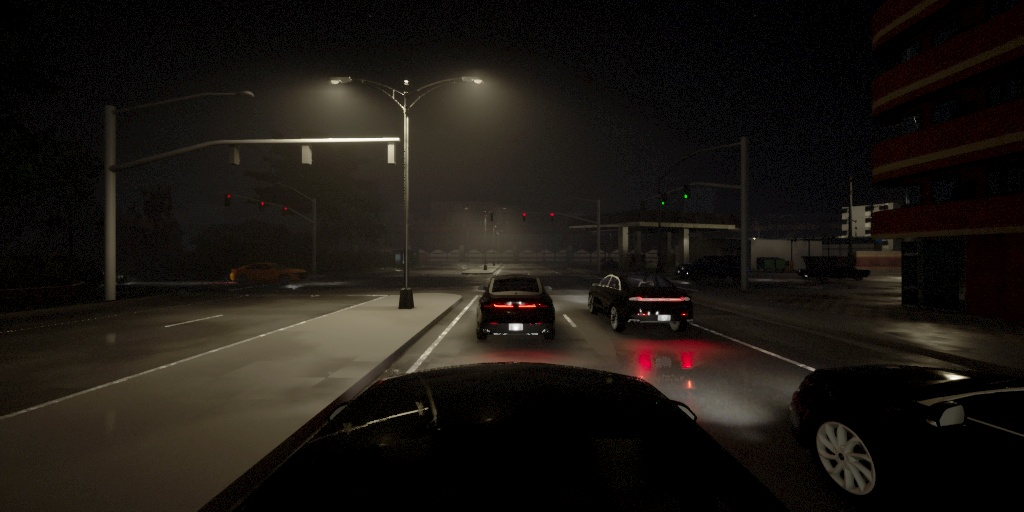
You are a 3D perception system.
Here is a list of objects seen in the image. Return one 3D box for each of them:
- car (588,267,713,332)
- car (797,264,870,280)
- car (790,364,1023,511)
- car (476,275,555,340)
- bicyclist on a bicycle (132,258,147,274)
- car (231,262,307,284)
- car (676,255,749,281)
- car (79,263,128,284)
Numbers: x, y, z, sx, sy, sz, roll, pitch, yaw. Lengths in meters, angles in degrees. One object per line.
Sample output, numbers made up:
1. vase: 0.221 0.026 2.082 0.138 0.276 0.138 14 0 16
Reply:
1. car: 3.602 1.242 10.865 2.128 1.511 4.902 0 0 0
2. car: 26.785 1.351 30.007 4.718 1.301 1.895 0 0 -1
3. car: 3.600 1.255 1.457 1.837 1.490 4.892 0 0 0
4. car: 0.096 1.255 10.010 1.837 1.490 4.892 0 0 0
5. bicyclist on a bicycle: -38.228 1.053 36.739 0.582 1.620 1.656 0 0 0
6. car: -17.774 1.227 26.368 5.008 1.535 1.882 0 0 0
7. car: 16.633 0.972 29.861 5.566 2.045 2.150 0 0 -1
8. car: -31.169 1.241 26.298 4.902 1.511 2.128 0 0 0
